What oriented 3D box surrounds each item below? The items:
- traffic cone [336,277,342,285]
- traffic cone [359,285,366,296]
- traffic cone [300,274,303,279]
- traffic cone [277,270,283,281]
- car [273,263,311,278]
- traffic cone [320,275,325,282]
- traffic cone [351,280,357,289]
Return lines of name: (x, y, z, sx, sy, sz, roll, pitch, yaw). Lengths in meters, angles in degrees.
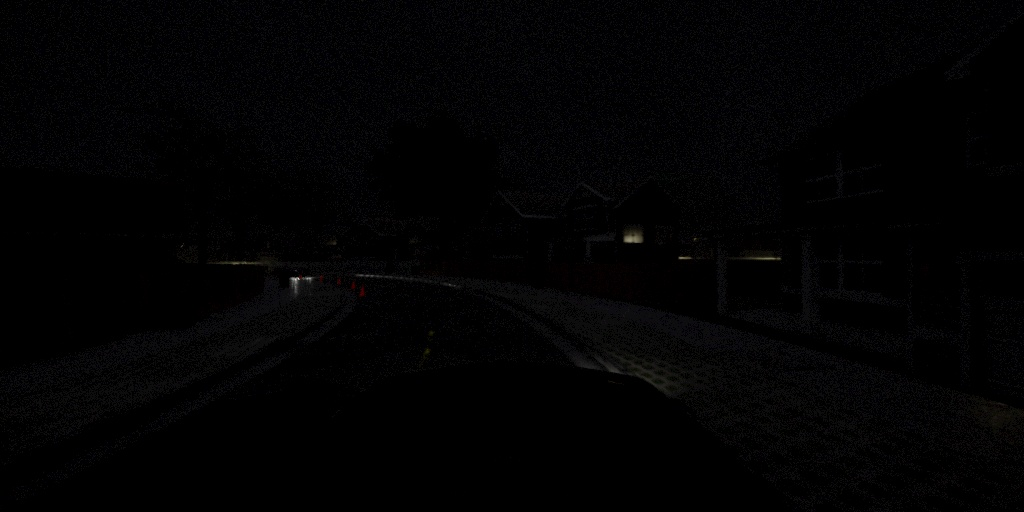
traffic cone: (-12.859, 1.834, 26.723, 0.340, 0.580, 0.340, 0, 0, -39)
traffic cone: (-7.820, 1.795, 18.779, 0.340, 0.580, 0.340, 0, 0, -26)
traffic cone: (-19.582, 1.900, 33.305, 0.340, 0.580, 0.340, 0, 0, 38)
traffic cone: (-23.466, 1.943, 35.972, 0.340, 0.580, 0.340, 0, 0, 31)
car: (-23.415, 1.503, 38.048, 4.674, 1.442, 1.812, -1, 0, 30)
traffic cone: (-16.030, 1.863, 30.208, 0.340, 0.580, 0.340, 0, 0, 44)
traffic cone: (-10.110, 1.813, 22.897, 0.340, 0.580, 0.340, 0, 0, -32)
